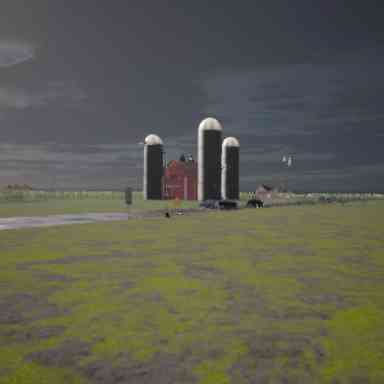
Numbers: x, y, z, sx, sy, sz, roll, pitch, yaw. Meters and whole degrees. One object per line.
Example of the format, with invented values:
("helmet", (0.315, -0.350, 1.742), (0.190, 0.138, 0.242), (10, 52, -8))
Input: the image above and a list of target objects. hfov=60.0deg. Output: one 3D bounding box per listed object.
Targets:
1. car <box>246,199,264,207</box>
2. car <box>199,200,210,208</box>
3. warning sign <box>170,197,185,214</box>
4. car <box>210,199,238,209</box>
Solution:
("car", (11.723, 1.994, 61.441), (1.837, 1.490, 4.892), (0, 0, 36))
("car", (3.271, 1.969, 55.777), (2.033, 1.411, 5.357), (0, 0, 36))
("warning sign", (-1.640, 1.458, 36.833), (1.300, 1.860, 1.060), (1, 0, 36))
("car", (5.524, 1.916, 52.778), (2.128, 1.511, 4.902), (0, 0, 36))
